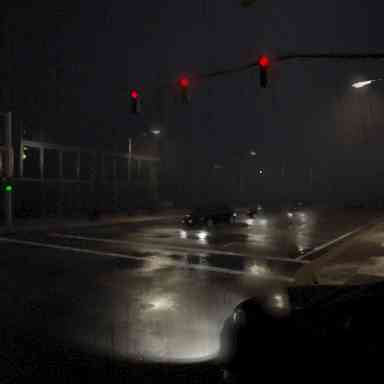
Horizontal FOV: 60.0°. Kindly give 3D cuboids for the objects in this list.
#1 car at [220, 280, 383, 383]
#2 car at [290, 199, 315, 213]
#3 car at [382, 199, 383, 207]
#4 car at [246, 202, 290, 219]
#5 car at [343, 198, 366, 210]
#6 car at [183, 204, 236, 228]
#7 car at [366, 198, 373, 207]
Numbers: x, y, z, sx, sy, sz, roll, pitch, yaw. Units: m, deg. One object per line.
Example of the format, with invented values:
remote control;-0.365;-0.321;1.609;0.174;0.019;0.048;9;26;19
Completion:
car;2.268;1.565;3.281;1.994;1.385;4.181;0;0;-42
car;13.099;1.656;39.517;1.837;1.490;4.892;-1;-1;36
car;30.865;1.562;51.821;1.882;1.535;5.008;-1;-1;36
car;7.038;1.688;31.164;2.033;1.411;5.357;-1;-1;36
car;22.250;1.681;45.872;1.994;1.385;4.181;-1;-1;36
car;1.303;1.635;23.237;1.837;1.490;4.892;-1;-1;36
car;28.084;1.676;53.945;2.033;1.411;5.357;-1;-1;36
